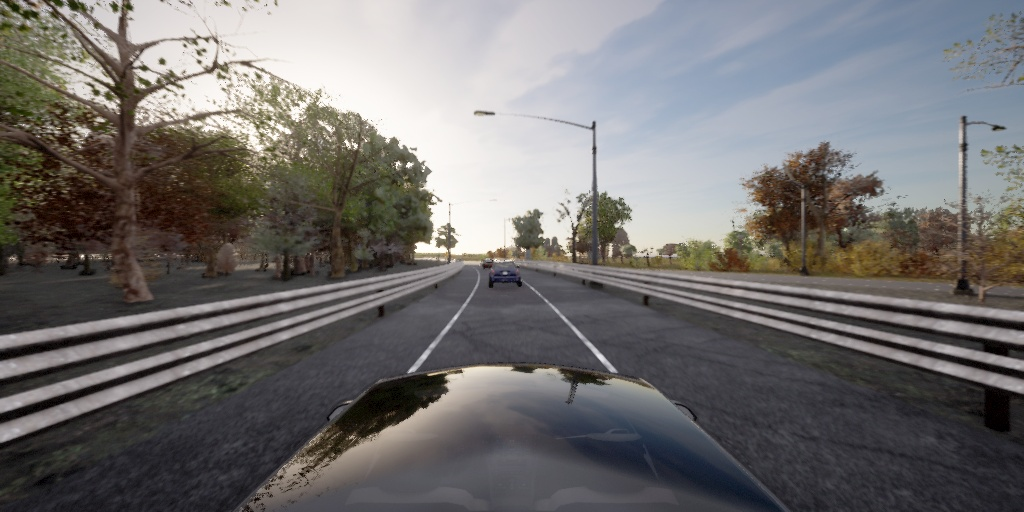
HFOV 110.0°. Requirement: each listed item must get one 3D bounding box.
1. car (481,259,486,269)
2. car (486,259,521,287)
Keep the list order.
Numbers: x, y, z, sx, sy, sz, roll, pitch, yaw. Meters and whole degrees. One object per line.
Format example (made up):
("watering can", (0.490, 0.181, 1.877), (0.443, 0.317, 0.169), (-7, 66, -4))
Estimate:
("car", (-3.747, 1.239, 55.748), (1.837, 1.490, 4.892), (0, 0, -9))
("car", (-0.577, 1.110, 25.099), (2.097, 1.767, 4.553), (0, 0, -4))
